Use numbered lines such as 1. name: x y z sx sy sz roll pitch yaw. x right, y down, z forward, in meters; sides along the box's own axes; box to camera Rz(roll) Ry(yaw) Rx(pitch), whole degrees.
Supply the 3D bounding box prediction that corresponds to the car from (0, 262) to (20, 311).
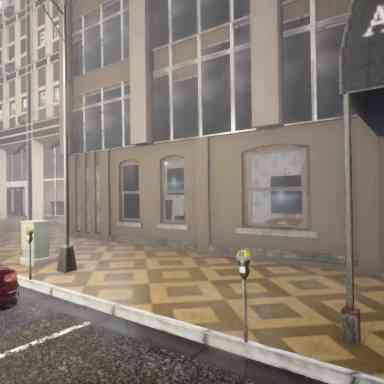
1. car: -4.954 1.584 6.419 4.206 1.307 1.802 0 -1 36
